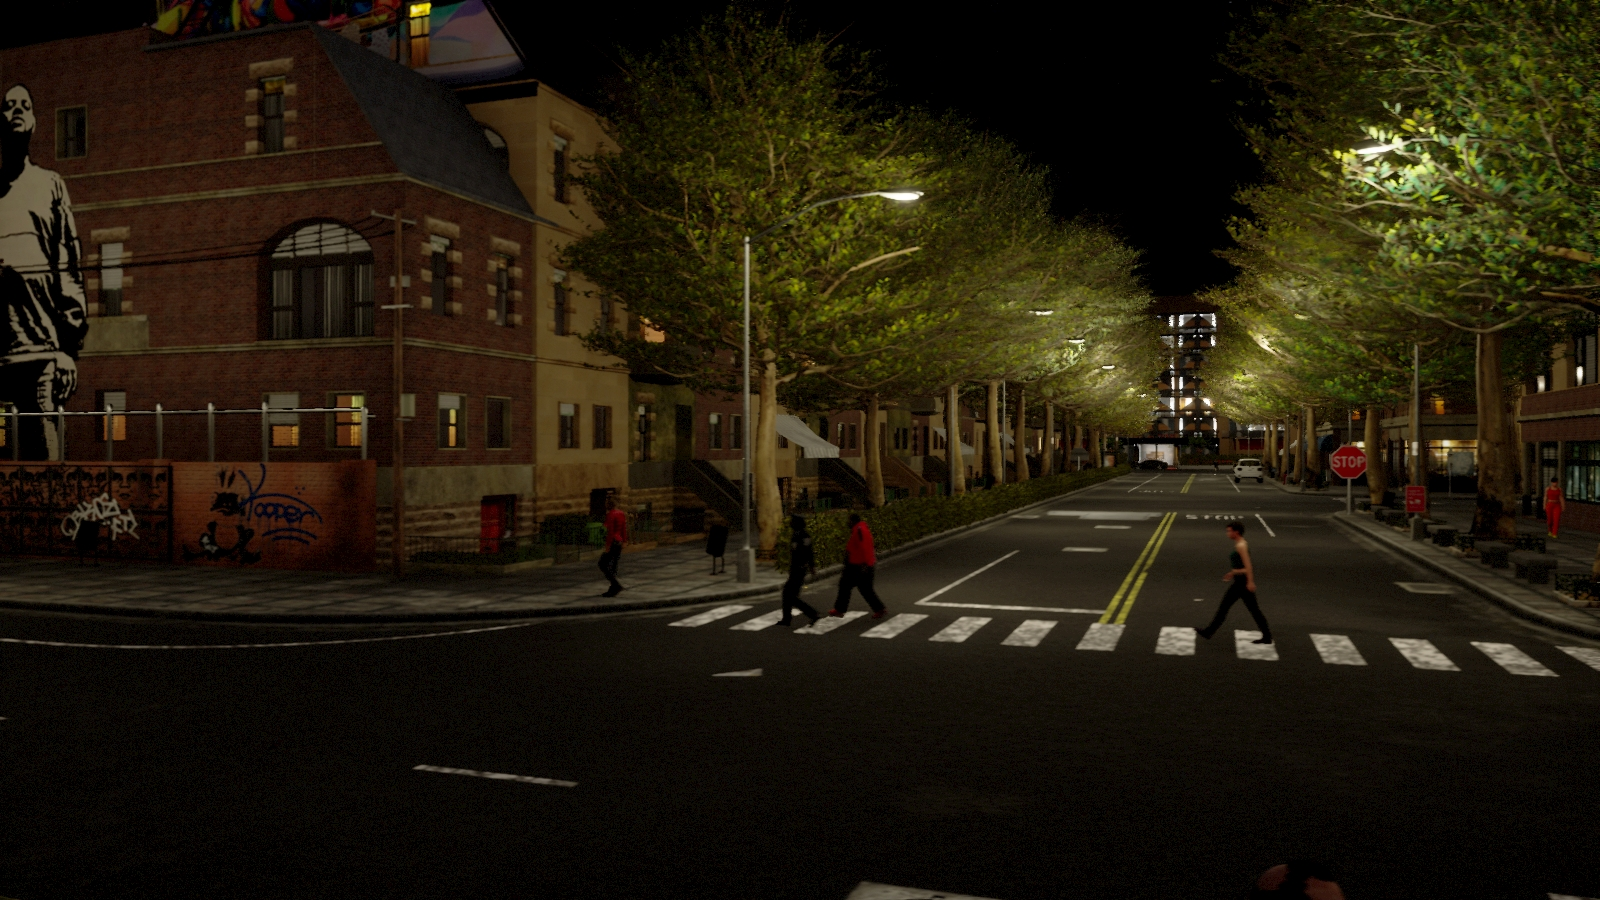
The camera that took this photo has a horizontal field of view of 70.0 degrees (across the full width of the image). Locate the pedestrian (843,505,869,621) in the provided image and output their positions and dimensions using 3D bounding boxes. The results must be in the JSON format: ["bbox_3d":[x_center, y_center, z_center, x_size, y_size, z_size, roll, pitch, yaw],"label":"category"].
[{"bbox_3d":[0.926,1.849,18.788,0.375,1.860,0.375,0,0,12],"label":"pedestrian"}]

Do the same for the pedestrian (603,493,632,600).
[{"bbox_3d":[-3.243,1.697,20.297,0.375,1.860,0.375,0,0,22],"label":"pedestrian"}]

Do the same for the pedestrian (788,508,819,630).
[{"bbox_3d":[0.053,1.849,17.903,0.375,1.860,0.375,0,0,21],"label":"pedestrian"}]

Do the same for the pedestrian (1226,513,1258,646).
[{"bbox_3d":[6.359,1.849,16.438,0.375,1.860,0.375,0,0,32],"label":"pedestrian"}]

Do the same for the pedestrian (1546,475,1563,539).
[{"bbox_3d":[22.528,1.696,34.132,0.375,1.860,0.375,0,0,26],"label":"pedestrian"}]
